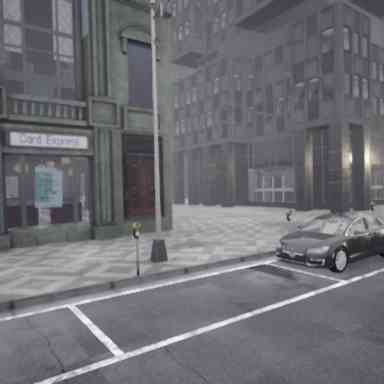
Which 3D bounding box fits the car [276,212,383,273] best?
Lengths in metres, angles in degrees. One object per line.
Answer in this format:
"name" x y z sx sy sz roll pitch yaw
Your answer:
"car" 4.317 1.310 9.694 4.403 1.369 2.008 -2 1 -35
